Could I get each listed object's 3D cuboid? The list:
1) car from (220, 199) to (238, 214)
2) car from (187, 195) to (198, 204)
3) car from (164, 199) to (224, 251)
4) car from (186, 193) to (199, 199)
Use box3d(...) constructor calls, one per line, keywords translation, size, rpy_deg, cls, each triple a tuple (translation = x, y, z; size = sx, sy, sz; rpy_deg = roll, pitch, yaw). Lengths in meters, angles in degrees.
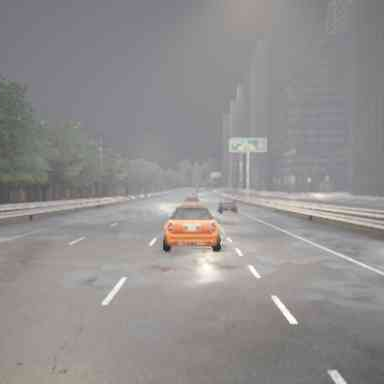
box3d(translation=(3.624, 1.446, 34.862), size=(2.128, 1.511, 4.902), rpy_deg=(0, 0, 0), cls="car")
box3d(translation=(0.169, 1.341, 59.577), size=(1.882, 1.535, 5.008), rpy_deg=(0, 0, 0), cls="car")
box3d(translation=(-0.005, 1.340, 14.151), size=(2.097, 1.767, 4.553), rpy_deg=(0, 0, 0), cls="car")
box3d(translation=(0.017, 1.307, 33.825), size=(2.097, 1.767, 4.553), rpy_deg=(0, 0, 0), cls="car")
